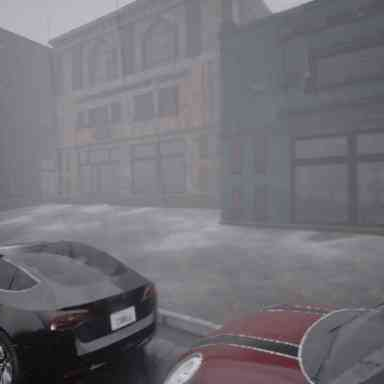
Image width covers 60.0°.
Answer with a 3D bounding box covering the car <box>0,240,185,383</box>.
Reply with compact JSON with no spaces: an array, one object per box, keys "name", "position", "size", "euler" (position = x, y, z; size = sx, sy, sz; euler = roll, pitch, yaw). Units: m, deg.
[{"name":"car","position":[-2.712,1.513,5.213],"size":[4.792,1.488,2.163],"euler":[0,0,35]}]
